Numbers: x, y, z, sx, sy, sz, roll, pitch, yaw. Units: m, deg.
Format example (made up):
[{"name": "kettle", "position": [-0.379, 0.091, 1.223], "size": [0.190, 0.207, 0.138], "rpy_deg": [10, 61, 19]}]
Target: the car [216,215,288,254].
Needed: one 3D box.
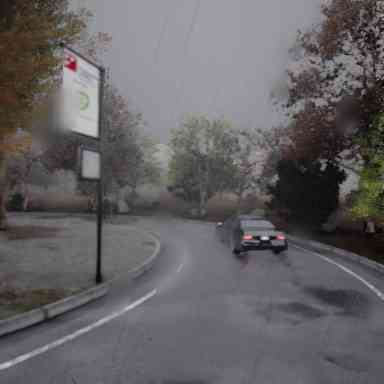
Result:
[{"name": "car", "position": [2.289, 1.660, 14.062], "size": [2.033, 1.411, 5.357], "rpy_deg": [1, 0, -5]}]
